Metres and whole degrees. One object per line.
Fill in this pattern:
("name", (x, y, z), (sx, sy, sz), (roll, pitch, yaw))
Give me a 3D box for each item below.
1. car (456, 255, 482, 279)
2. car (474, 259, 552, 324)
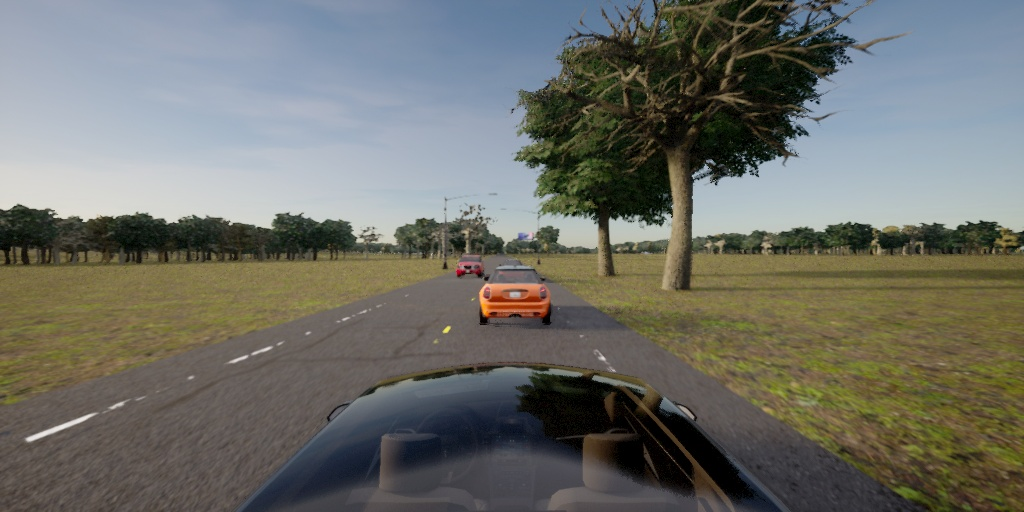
("car", (-3.726, 0.923, 32.855), (2.150, 2.045, 5.566), (0, 0, 0))
("car", (0.084, 1.093, 12.082), (2.097, 1.767, 4.553), (0, 0, 0))
